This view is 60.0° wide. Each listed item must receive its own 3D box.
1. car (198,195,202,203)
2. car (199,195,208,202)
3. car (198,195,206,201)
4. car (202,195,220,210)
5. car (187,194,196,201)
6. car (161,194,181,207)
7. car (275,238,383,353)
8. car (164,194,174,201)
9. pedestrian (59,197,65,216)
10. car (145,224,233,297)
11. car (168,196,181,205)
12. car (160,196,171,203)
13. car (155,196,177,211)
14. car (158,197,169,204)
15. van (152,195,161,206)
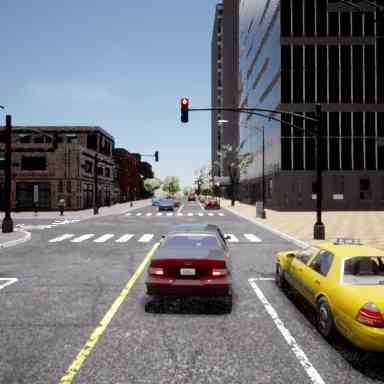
[{"bbox_3d":[2.648,1.553,71.948,1.752,1.417,4.829,1,0,0],"label":"car"},{"bbox_3d":[2.644,1.556,77.483,1.752,1.417,4.829,1,0,0],"label":"car"},{"bbox_3d":[2.636,1.580,88.382,1.887,1.381,4.507,1,0,0],"label":"car"},{"bbox_3d":[2.670,1.456,44.103,1.967,1.590,4.097,1,0,0],"label":"car"},{"bbox_3d":[-0.061,1.387,81.614,2.097,1.767,4.553,0,0,0],"label":"car"},{"bbox_3d":[-3.133,1.371,50.983,2.097,1.767,4.553,0,0,0],"label":"car"},{"bbox_3d":[2.834,1.527,6.326,1.752,1.417,4.829,1,0,0],"label":"car"},{"bbox_3d":[-5.737,1.348,82.852,2.192,1.841,5.009,1,0,0],"label":"car"},{"bbox_3d":[-12.569,1.369,32.087,0.375,1.860,0.375,0,0,1],"label":"pedestrian"},{"bbox_3d":[0.069,1.550,8.775,2.033,1.411,5.357,0,0,3],"label":"car"},{"bbox_3d":[-3.112,1.515,61.360,2.128,1.511,4.902,0,0,0],"label":"car"},{"bbox_3d":[-5.733,1.594,71.784,1.947,1.339,4.313,1,0,0],"label":"car"},{"bbox_3d":[-3.154,1.562,41.084,2.033,1.411,5.357,0,0,-3],"label":"car"},{"bbox_3d":[-5.729,1.607,66.249,1.802,1.307,4.206,1,0,0],"label":"car"},{"bbox_3d":[-5.717,1.362,55.181,1.690,1.788,3.998,1,0,0],"label":"van"}]
